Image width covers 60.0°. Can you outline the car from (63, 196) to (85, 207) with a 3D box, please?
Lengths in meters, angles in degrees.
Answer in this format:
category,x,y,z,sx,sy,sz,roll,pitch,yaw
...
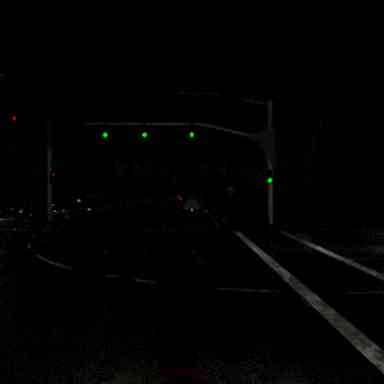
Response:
category,x,y,z,sx,sy,sz,roll,pitch,yaw
car,-18.544,1.452,52.533,1.837,1.490,4.892,0,0,0

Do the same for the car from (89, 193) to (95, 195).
category,x,y,z,sx,sy,sz,roll,pitch,yaw
car,-18.474,1.159,62.922,2.150,2.045,5.566,0,0,0

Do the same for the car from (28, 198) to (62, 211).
category,x,y,z,sx,sy,sz,roll,pitch,yaw
car,-18.588,1.505,42.419,2.033,1.411,5.357,0,0,0

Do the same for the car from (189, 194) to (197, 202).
category,x,y,z,sx,sy,sz,roll,pitch,yaw
car,0.269,1.342,75.805,1.882,1.535,5.008,0,0,2

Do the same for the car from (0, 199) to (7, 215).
category,x,y,z,sx,sy,sz,roll,pitch,yaw
car,-18.630,1.516,32.347,2.033,1.411,5.357,0,0,1

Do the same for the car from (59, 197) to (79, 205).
category,x,y,z,sx,sy,sz,roll,pitch,yaw
car,-21.987,1.542,59.520,1.895,1.301,4.718,0,0,0

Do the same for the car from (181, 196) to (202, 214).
category,x,y,z,sx,sy,sz,roll,pitch,yaw
car,0.005,1.491,34.608,1.812,1.442,4.674,0,0,0

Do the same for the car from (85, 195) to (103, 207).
category,x,y,z,sx,sy,sz,roll,pitch,yaw
car,-15.067,1.515,49.100,1.994,1.385,4.181,0,0,0

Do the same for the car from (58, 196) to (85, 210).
category,x,y,z,sx,sy,sz,roll,pitch,yaw
car,-15.088,1.523,40.690,1.994,1.385,4.181,0,0,0

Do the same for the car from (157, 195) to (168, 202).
category,x,y,z,sx,sy,sz,roll,pitch,yaw
car,-6.728,1.389,75.991,1.812,1.442,4.674,0,0,2

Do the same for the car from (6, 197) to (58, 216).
category,x,y,z,sx,sy,sz,roll,pitch,yaw
car,-15.094,1.460,31.786,2.128,1.511,4.902,0,0,0

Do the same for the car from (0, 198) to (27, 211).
category,x,y,z,sx,sy,sz,roll,pitch,yaw
car,-22.089,1.524,40.495,1.994,1.385,4.181,0,0,0

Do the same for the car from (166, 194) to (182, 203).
category,x,y,z,sx,sy,sz,roll,pitch,yaw
car,-3.445,1.497,66.040,1.994,1.385,4.181,0,0,1

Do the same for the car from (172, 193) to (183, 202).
category,x,y,z,sx,sy,sz,roll,pitch,yaw
car,-3.230,1.220,75.868,2.097,1.767,4.553,0,0,2

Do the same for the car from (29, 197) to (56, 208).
category,x,y,z,sx,sy,sz,roll,pitch,yaw
car,-22.056,1.477,49.236,1.812,1.442,4.674,0,0,0

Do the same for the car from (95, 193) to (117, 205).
category,x,y,z,sx,sy,sz,roll,pitch,yaw
car,-14.989,1.162,59.580,2.150,2.045,5.566,0,0,0

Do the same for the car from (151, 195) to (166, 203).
category,x,y,z,sx,sy,sz,roll,pitch,yaw
car,-6.949,1.481,65.630,2.033,1.411,5.357,0,0,1
